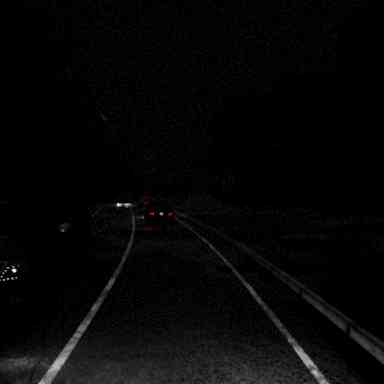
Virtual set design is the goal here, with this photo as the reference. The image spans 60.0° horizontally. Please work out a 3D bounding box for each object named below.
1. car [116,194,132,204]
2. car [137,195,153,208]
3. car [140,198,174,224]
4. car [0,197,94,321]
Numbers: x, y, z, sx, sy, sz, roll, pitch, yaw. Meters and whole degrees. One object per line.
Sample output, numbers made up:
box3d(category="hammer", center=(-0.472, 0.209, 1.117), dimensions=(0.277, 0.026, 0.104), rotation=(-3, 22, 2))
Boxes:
box3d(category="car", center=(-10.175, 1.019, 50.271), dimensions=(2.033, 1.411, 5.357), rotation=(0, 1, -3))
box3d(category="car", center=(-5.590, 1.110, 40.418), dimensions=(1.882, 1.535, 5.008), rotation=(1, 1, -9))
box3d(category="car", center=(-2.367, 1.394, 23.291), dimensions=(2.033, 1.411, 5.357), rotation=(1, 0, -10))
box3d(category="car", center=(-3.738, 1.173, 7.453), dimensions=(2.150, 2.045, 5.566), rotation=(0, 0, -5))
